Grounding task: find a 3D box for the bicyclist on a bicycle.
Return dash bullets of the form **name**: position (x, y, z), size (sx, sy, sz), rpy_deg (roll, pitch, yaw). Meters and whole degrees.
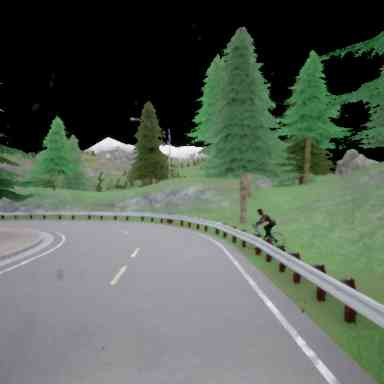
- **bicyclist on a bicycle**: position (2.859, 1.479, 13.242), size (1.656, 1.620, 0.582), rpy_deg (0, 0, -2)
